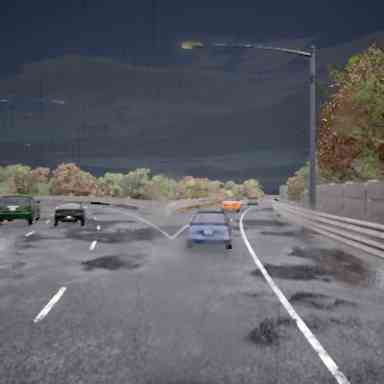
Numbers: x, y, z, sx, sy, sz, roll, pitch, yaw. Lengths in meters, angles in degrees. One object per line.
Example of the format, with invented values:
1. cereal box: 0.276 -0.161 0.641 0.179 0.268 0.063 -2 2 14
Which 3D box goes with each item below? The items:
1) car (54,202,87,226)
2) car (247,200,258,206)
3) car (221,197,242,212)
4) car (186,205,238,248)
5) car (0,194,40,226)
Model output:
1. car: -8.495 1.443 23.442 1.882 1.535 5.008 0 0 -17
2. car: 13.320 2.386 72.975 1.994 1.385 4.181 0 -4 16
3. car: 4.585 1.328 38.198 2.097 1.767 4.553 0 0 13
4. car: 0.825 1.536 14.700 2.033 1.411 5.357 0 0 5
5. car: -12.175 1.180 23.580 2.150 2.045 5.566 0 0 -18
